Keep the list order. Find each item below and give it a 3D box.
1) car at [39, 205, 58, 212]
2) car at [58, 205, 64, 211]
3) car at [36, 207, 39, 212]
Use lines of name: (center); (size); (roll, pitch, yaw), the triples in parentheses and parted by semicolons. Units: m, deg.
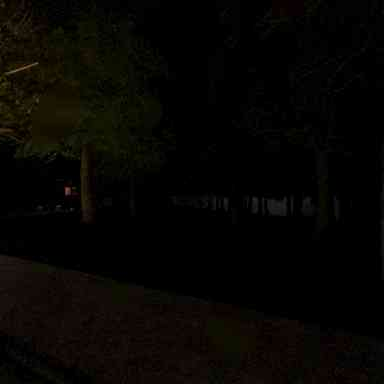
car: (-33.342, 3.886, 77.193); (1.837, 1.490, 4.892); (0, -2, -9)
car: (-35.052, 4.238, 87.477); (2.128, 1.511, 4.902); (0, -2, -9)
car: (-37.786, 4.270, 84.106); (2.033, 1.411, 5.357); (0, -2, -9)
